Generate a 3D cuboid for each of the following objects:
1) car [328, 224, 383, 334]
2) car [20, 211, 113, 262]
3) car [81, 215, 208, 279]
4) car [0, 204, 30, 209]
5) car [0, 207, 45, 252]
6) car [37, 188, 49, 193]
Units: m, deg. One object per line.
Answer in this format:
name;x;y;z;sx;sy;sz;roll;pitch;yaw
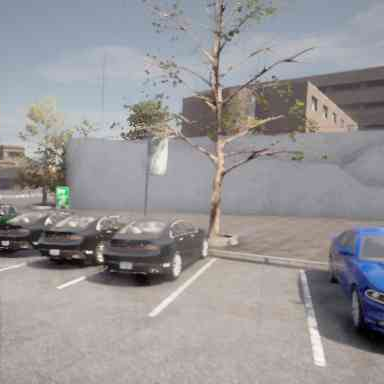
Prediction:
car;3.954;1.482;6.661;2.097;1.535;5.008;0;-1;16
car;-3.228;1.503;11.870;2.231;1.521;4.892;0;-1;17
car;-0.849;1.494;10.110;2.231;1.521;4.892;0;-1;17
car;-10.237;1.414;17.305;2.185;1.767;4.553;0;-1;19
car;-5.589;1.514;13.649;2.231;1.521;4.892;0;-1;18
car;-36.778;-0.603;82.621;4.674;1.452;2.002;2;5;38
